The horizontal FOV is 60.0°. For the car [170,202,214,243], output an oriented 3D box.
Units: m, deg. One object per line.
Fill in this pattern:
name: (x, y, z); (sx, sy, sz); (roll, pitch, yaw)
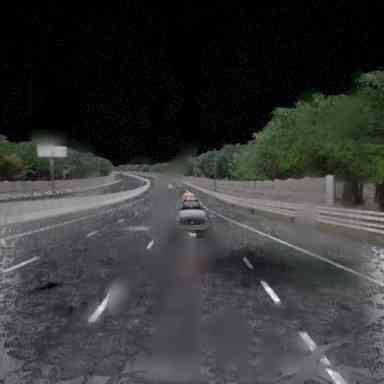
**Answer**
car: (0.005, 1.466, 15.710); (1.837, 1.490, 4.892); (0, 0, 0)

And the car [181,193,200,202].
car: (-0.137, 1.252, 36.968); (2.128, 1.511, 4.902); (0, 1, -1)

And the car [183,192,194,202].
car: (-0.640, 0.834, 58.223); (1.882, 1.535, 5.008); (0, 2, -2)
